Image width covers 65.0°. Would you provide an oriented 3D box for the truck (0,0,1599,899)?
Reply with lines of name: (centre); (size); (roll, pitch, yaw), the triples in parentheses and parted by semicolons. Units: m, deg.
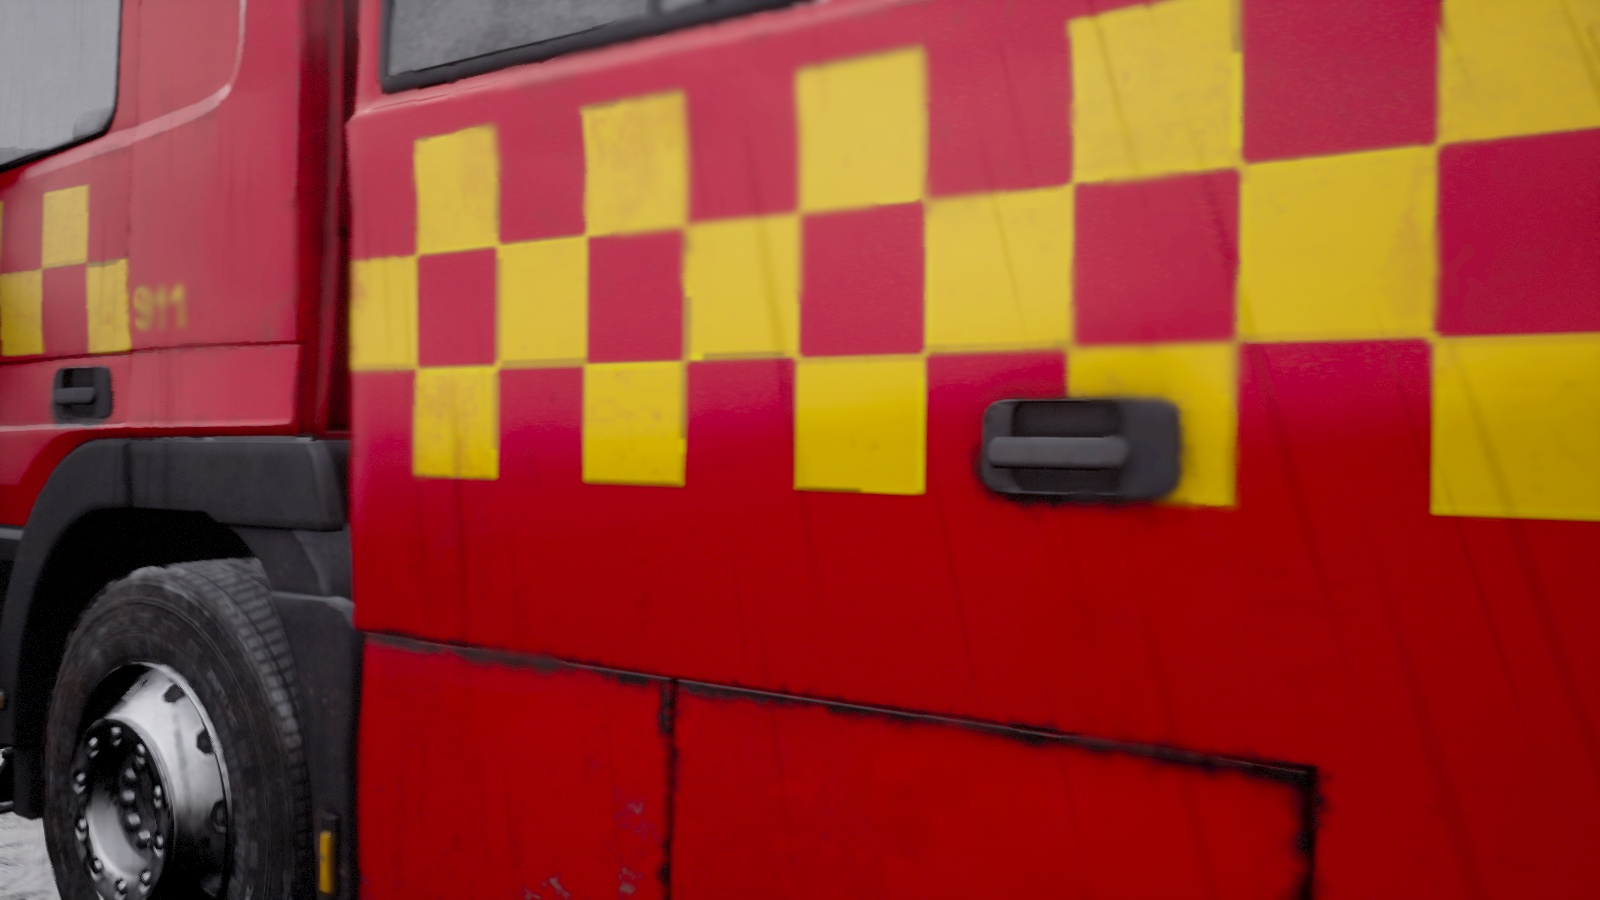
truck: (0.900, -0.466, 3.003); (8.468, 3.827, 2.891); (0, 1, 34)
